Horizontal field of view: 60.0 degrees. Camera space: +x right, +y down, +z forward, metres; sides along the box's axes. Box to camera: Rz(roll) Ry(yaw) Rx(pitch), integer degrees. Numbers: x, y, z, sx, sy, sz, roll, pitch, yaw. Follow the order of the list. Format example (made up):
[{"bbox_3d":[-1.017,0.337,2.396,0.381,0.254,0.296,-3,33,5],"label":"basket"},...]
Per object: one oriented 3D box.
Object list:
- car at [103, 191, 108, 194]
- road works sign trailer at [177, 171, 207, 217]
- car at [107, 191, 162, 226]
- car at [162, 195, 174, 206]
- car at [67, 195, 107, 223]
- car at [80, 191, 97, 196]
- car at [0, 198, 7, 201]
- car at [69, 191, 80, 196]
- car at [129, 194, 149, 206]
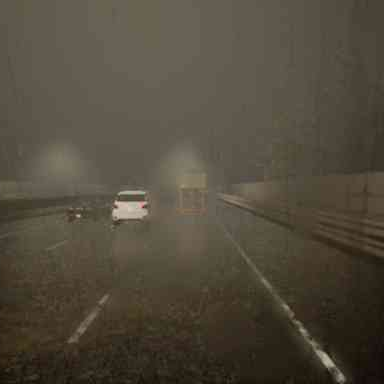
[{"bbox_3d":[-17.523,0.615,70.318,2.128,1.511,4.902,0,1,0],"label":"car"},{"bbox_3d":[-0.009,0.140,26.759,2.380,3.560,2.880,0,1,0],"label":"road works sign trailer"},{"bbox_3d":[-3.405,0.966,20.931,2.150,2.045,5.566,0,1,0],"label":"car"},{"bbox_3d":[-3.413,1.051,42.919,1.994,1.385,4.181,0,1,0],"label":"car"},{"bbox_3d":[-6.908,1.214,22.703,2.128,1.511,4.902,0,1,0],"label":"car"},{"bbox_3d":[-21.023,0.660,68.929,1.837,1.490,4.892,0,1,0],"label":"car"},{"bbox_3d":[-17.584,1.134,28.255,1.882,1.535,5.008,0,0,0],"label":"car"},{"bbox_3d":[-24.523,0.589,70.316,1.837,1.490,4.892,0,1,0],"label":"car"},{"bbox_3d":[-6.911,1.002,43.893,1.812,1.442,4.674,0,1,0],"label":"car"}]
